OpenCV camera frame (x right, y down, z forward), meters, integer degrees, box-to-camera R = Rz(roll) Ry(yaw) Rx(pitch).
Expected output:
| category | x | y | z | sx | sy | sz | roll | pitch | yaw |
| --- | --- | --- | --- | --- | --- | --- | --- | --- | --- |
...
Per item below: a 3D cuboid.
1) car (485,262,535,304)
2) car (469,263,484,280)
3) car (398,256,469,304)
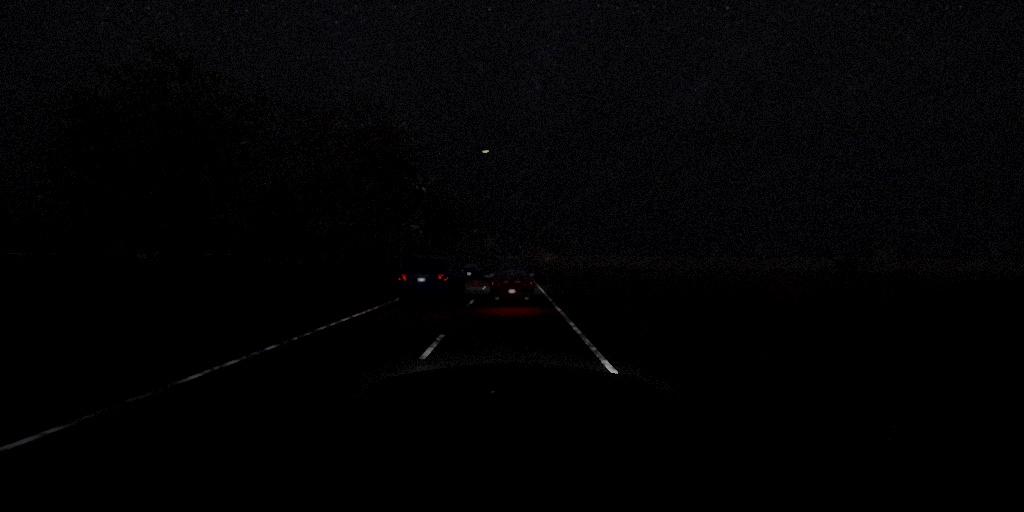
| category | x | y | z | sx | sy | sz | roll | pitch | yaw |
| --- | --- | --- | --- | --- | --- | --- | --- | --- | --- |
| car | 0.000 | 1.237 | 16.500 | 1.882 | 1.535 | 5.008 | 0 | 0 | 0 |
| car | -3.500 | 1.288 | 31.501 | 1.812 | 1.442 | 4.674 | 0 | 0 | 0 |
| car | -3.500 | 1.010 | 16.531 | 2.150 | 2.045 | 5.566 | 0 | 0 | 0 |
